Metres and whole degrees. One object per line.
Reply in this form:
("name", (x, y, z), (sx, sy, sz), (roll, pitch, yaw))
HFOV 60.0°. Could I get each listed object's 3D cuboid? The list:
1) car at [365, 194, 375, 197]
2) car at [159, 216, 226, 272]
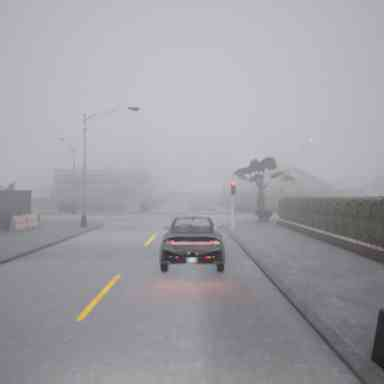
("car", (37.994, 1.339, 70.378), (1.905, 1.878, 3.866), (0, 0, 0))
("car", (0.034, 1.549, 10.954), (2.128, 1.511, 4.902), (0, 0, 1))
